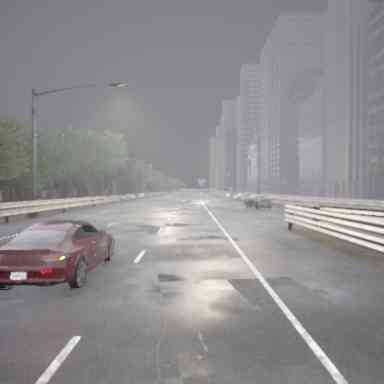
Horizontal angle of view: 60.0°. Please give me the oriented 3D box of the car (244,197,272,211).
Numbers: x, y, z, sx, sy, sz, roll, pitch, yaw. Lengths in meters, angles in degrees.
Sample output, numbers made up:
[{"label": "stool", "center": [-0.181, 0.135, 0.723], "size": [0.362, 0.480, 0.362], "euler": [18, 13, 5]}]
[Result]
[{"label": "car", "center": [7.403, 1.269, 37.848], "size": [2.128, 1.511, 4.902], "euler": [0, 0, -10]}]

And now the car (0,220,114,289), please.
[{"label": "car", "center": [-3.402, 1.467, 8.835], "size": [1.812, 1.442, 4.674], "euler": [0, 0, 0]}]
